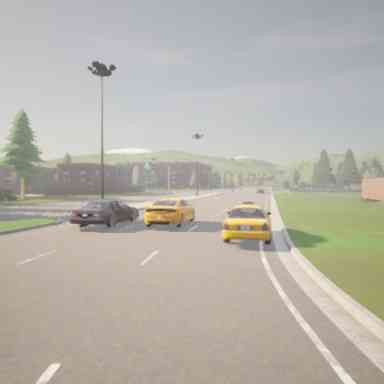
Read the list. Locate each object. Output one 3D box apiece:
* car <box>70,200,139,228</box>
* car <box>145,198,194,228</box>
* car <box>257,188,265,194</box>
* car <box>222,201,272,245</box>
[{"bbox_3d":[-4.785,1.164,18.999,2.033,1.411,5.357,0,1,12],"label":"car"},{"bbox_3d":[-1.147,1.094,19.094,1.882,1.535,5.008,0,1,12],"label":"car"},{"bbox_3d":[16.959,-0.253,82.076,2.033,1.411,5.357,0,1,13],"label":"car"},{"bbox_3d":[2.387,1.173,14.085,1.801,1.575,5.366,0,1,12],"label":"car"}]
